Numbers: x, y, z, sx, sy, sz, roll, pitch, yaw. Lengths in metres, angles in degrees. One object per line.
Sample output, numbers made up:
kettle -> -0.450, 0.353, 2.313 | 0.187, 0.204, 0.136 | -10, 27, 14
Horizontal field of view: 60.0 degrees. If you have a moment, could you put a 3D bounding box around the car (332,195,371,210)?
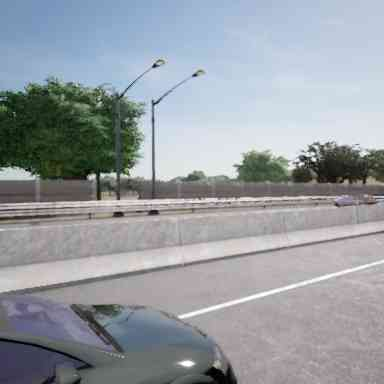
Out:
car -> 18.584, 1.153, 38.744 | 5.008, 1.535, 1.882 | 0, 0, -35

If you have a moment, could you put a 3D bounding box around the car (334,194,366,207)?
car -> 16.477, 1.056, 32.944 | 4.553, 1.767, 2.097 | 0, 0, -35

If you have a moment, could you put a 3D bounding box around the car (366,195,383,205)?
car -> 17.961, 1.186, 29.705 | 5.008, 1.535, 1.882 | 0, 0, -35

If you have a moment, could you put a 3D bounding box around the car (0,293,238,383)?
car -> -1.622, 1.563, 2.588 | 4.181, 1.385, 1.994 | -1, 0, -36
